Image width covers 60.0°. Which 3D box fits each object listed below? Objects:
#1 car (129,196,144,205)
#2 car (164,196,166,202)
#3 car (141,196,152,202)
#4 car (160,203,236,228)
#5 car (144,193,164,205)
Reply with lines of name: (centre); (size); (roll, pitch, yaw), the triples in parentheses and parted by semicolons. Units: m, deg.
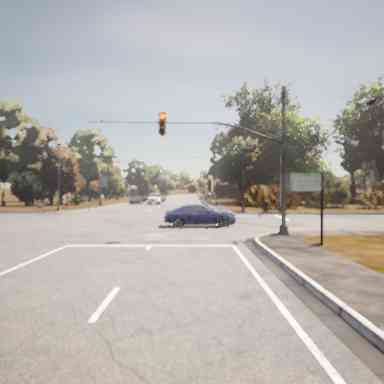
car: (-10.546, 1.583, 62.133); (1.837, 1.490, 4.892); (0, 0, 1)
car: (-7.013, 1.590, 78.010); (2.033, 1.411, 5.357); (0, 0, 0)
car: (-10.513, 1.601, 77.674); (1.994, 1.385, 4.181); (0, 0, 0)
car: (0.489, 1.550, 21.735); (4.674, 1.442, 1.812); (0, 0, 3)
car: (-7.045, 1.300, 62.126); (2.150, 2.045, 5.566); (0, 0, 1)
